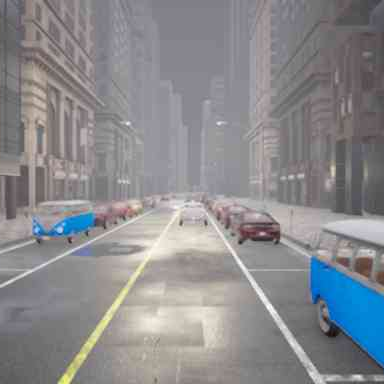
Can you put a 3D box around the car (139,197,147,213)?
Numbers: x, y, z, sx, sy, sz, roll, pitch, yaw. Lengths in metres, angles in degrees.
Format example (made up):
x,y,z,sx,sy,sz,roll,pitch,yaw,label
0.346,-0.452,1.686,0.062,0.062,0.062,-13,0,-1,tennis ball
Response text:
x,y,z,sx,sy,sz,roll,pitch,yaw,label
-5.770,1.422,31.884,1.752,1.417,4.829,0,0,0,car

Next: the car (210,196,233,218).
x,y,z,sx,sy,sz,roll,pitch,yaw,label
2.756,1.354,26.461,1.967,1.590,4.097,0,0,0,car

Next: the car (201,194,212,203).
x,y,z,sx,sy,sz,roll,pitch,yaw,label
2.750,1.230,65.673,1.967,1.590,4.097,0,0,0,car

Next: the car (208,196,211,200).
x,y,z,sx,sy,sz,roll,pitch,yaw,label
2.755,1.421,32.233,1.752,1.417,4.829,0,0,0,car

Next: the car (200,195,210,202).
x,y,z,sx,sy,sz,roll,pitch,yaw,label
2.749,1.338,71.275,1.947,1.339,4.313,0,0,0,car

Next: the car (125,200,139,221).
x,y,z,sx,sy,sz,roll,pitch,yaw,label
-5.769,1.458,26.451,1.887,1.381,4.507,0,0,0,car

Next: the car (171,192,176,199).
x,y,z,sx,sy,sz,roll,pitch,yaw,label
-5.778,1.289,82.473,2.008,1.369,4.403,0,0,0,car

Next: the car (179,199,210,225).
x,y,z,sx,sy,sz,roll,pitch,yaw,label
0.098,1.449,23.494,1.812,1.442,4.674,0,0,0,car

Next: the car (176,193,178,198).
x,y,z,sx,sy,sz,roll,pitch,yaw,label
-5.781,1.019,93.677,2.192,1.841,5.009,0,0,0,car

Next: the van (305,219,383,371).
x,y,z,sx,sy,sz,roll,pitch,yaw,label
2.759,1.328,4.053,1.690,1.788,3.998,0,0,0,van

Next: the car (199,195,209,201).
x,y,z,sx,sy,sz,roll,pitch,yaw,label
2.748,1.306,76.877,2.008,1.369,4.403,0,0,0,car

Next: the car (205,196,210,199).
x,y,z,sx,sy,sz,roll,pitch,yaw,label
2.755,1.460,37.665,1.802,1.307,4.206,0,0,0,car

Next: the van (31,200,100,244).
x,y,z,sx,sy,sz,roll,pitch,yaw,label
-5.768,1.291,15.247,1.690,1.788,3.998,0,0,0,van

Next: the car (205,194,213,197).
x,y,z,sx,sy,sz,roll,pitch,yaw,label
2.753,1.387,48.868,1.887,1.381,4.507,0,0,0,car

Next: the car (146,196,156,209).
x,y,z,sx,sy,sz,roll,pitch,yaw,label
-5.772,1.300,43.258,1.967,1.590,4.097,0,0,0,car

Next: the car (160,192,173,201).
x,y,z,sx,sy,sz,roll,pitch,yaw,label
-5.776,1.317,71.269,1.887,1.381,4.507,0,0,0,car

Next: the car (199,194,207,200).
x,y,z,sx,sy,sz,roll,pitch,yaw,label
2.747,1.263,82.648,1.752,1.417,4.829,0,0,0,car

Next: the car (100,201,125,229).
x,y,z,sx,sy,sz,roll,pitch,yaw,label
-5.768,1.477,20.850,1.887,1.381,4.507,0,0,0,car

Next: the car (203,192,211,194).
x,y,z,sx,sy,sz,roll,pitch,yaw,label
2.750,1.122,60.071,2.192,1.841,5.009,0,0,0,car

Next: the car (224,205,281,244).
x,y,z,sx,sy,sz,roll,pitch,yaw,label
2.758,1.495,15.257,1.887,1.381,4.507,0,0,0,car

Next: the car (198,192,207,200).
x,y,z,sx,sy,sz,roll,pitch,yaw,label
2.745,1.036,88.080,2.192,1.841,5.009,0,0,0,car

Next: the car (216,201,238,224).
x,y,z,sx,sy,sz,roll,pitch,yaw,label
2.757,1.477,20.860,1.887,1.381,4.507,0,0,0,car

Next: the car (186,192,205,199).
x,y,z,sx,sy,sz,roll,pitch,yaw,label
0.093,1.222,40.079,2.097,1.767,4.553,0,0,0,car
